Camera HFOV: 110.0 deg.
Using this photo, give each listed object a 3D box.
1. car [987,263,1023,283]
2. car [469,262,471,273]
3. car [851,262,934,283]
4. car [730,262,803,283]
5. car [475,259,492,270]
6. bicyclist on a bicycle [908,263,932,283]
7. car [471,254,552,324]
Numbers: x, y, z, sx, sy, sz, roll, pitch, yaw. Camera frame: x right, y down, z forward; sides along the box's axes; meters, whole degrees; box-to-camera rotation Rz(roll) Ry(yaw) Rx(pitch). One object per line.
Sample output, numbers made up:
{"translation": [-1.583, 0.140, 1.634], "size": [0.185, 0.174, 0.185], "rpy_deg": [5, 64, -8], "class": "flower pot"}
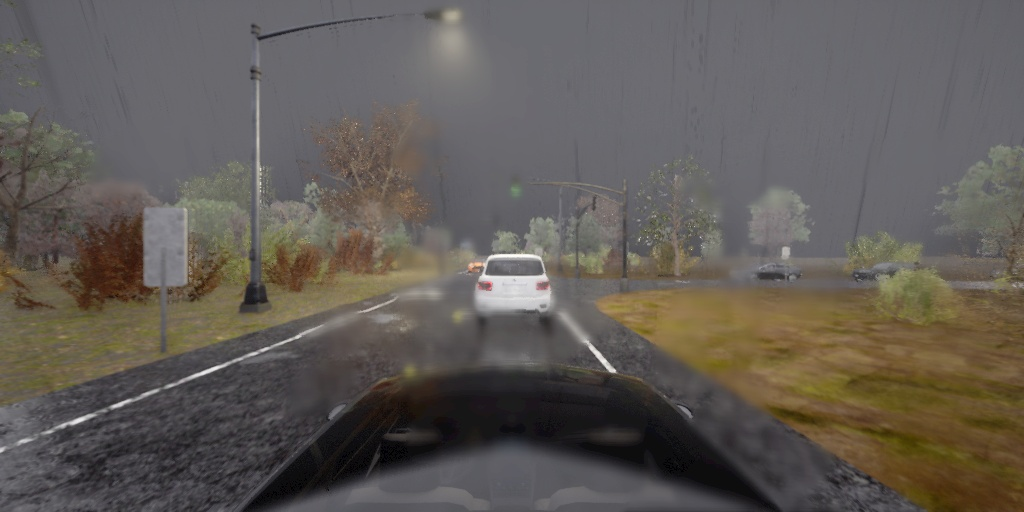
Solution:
{"translation": [38.936, 1.256, 26.839], "size": [4.902, 1.511, 2.128], "rpy_deg": [0, 0, 4], "class": "car"}
{"translation": [-4.000, 1.086, 43.635], "size": [2.097, 1.767, 4.553], "rpy_deg": [0, 0, -2], "class": "car"}
{"translation": [28.867, 1.235, 27.337], "size": [5.008, 1.535, 1.882], "rpy_deg": [0, 0, 3], "class": "car"}
{"translation": [19.506, 1.243, 27.580], "size": [4.902, 1.511, 2.128], "rpy_deg": [0, 0, 1], "class": "car"}
{"translation": [-4.197, 1.223, 53.088], "size": [2.128, 1.511, 4.902], "rpy_deg": [0, 0, -1], "class": "car"}
{"translation": [24.127, 1.214, 21.180], "size": [0.582, 1.620, 1.656], "rpy_deg": [0, 0, 2], "class": "bicyclist on a bicycle"}
{"translation": [0.056, 0.967, 12.164], "size": [2.150, 2.045, 5.566], "rpy_deg": [0, 0, 0], "class": "car"}
